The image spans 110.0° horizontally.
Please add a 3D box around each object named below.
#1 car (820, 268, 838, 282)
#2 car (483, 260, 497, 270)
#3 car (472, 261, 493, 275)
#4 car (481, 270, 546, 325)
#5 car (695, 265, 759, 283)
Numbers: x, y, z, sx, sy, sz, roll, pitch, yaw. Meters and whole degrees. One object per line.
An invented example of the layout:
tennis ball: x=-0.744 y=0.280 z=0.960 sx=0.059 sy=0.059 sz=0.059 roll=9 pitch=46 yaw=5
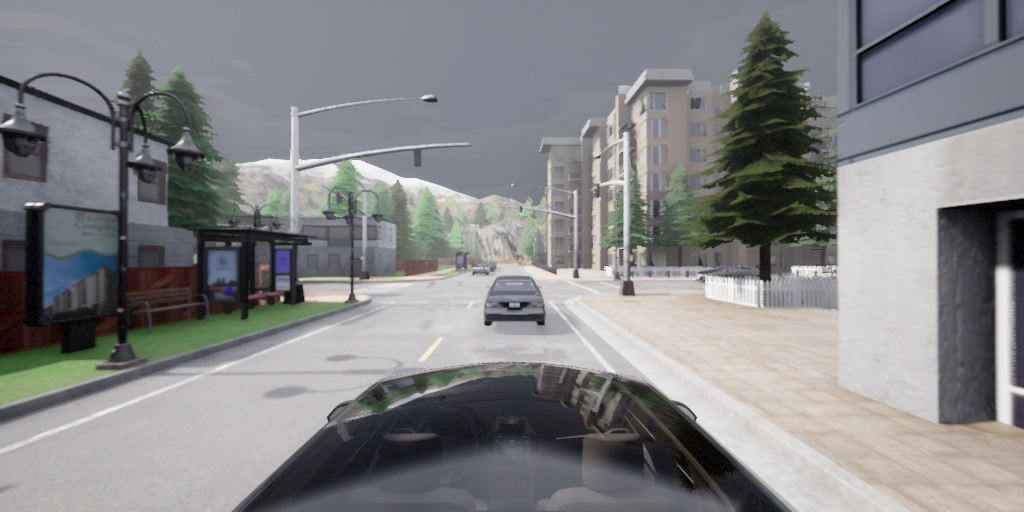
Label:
car: x=26.640 y=1.407 z=27.746 sx=4.902 sy=1.511 sz=2.128 roll=0 pitch=0 yaw=-2
car: x=-3.625 y=1.396 z=52.066 sx=2.097 sy=1.767 sz=4.553 roll=0 pitch=0 yaw=0
car: x=-3.626 y=1.587 z=42.211 sx=1.895 sy=1.301 sz=4.718 roll=0 pitch=0 yaw=0
car: x=0.078 y=1.358 z=12.036 sx=2.033 sy=1.411 sz=5.357 roll=0 pitch=0 yaw=0
car: x=16.671 y=1.406 z=27.453 sx=4.902 sy=1.511 sz=2.128 roll=0 pitch=0 yaw=-2
